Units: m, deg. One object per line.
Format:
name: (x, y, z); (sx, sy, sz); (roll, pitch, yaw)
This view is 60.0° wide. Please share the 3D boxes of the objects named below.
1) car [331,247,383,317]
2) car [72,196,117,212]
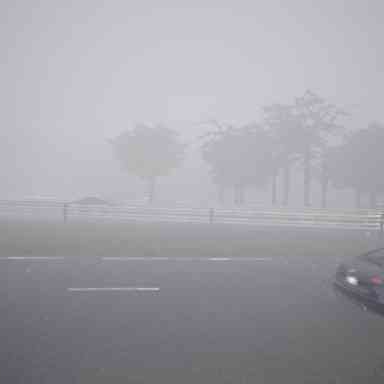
car: (5.218, 1.819, 7.007); (4.181, 1.385, 1.994); (2, 0, -8)
car: (-7.414, 1.093, 26.999); (4.892, 1.490, 1.837); (2, 0, 13)
